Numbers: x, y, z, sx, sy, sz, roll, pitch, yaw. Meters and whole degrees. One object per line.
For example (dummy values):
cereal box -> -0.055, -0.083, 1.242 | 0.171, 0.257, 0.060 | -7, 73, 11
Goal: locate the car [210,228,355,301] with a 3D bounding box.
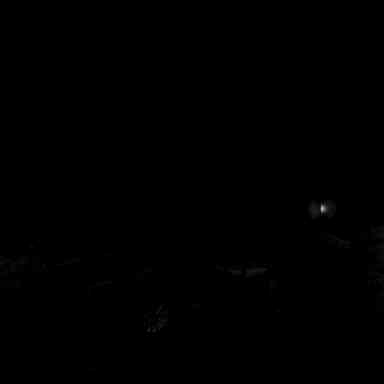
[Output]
car -> 2.392, 1.582, 8.246 | 4.206, 1.307, 1.802 | 0, 0, -36

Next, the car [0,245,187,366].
car -> -2.086, 1.566, 5.049 | 4.313, 1.339, 1.947 | 0, 0, -36
